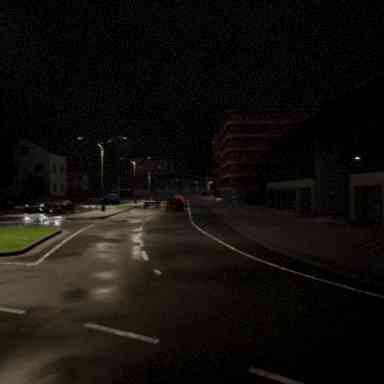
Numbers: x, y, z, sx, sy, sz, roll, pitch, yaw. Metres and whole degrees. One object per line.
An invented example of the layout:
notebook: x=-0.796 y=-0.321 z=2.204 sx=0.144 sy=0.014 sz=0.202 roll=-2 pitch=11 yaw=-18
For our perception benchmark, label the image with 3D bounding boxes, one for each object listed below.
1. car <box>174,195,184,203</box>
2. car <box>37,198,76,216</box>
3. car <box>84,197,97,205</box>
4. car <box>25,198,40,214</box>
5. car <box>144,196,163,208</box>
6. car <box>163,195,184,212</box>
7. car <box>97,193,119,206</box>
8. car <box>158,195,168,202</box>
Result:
car: x=-2.588 y=1.342 z=66.042 sx=1.882 sy=1.535 sz=5.008 roll=-1 pitch=0 yaw=-1
car: x=-13.621 y=1.582 z=34.482 sx=2.128 sy=1.511 sz=4.902 roll=-1 pitch=0 yaw=-1
car: x=-17.487 y=1.597 z=58.953 sx=2.033 sy=1.411 sz=5.357 roll=-1 pitch=0 yaw=-1
car: x=-17.182 y=1.469 z=38.068 sx=2.097 sy=1.767 sz=4.553 roll=-1 pitch=0 yaw=-1
car: x=-5.654 y=1.452 z=47.254 sx=2.128 sy=1.511 sz=4.902 roll=-1 pitch=0 yaw=-1
car: x=-1.983 y=1.428 z=38.523 sx=1.882 sy=1.535 sz=5.008 roll=-1 pitch=0 yaw=-1
car: x=-13.965 y=1.242 z=56.755 sx=2.150 sy=2.045 sz=5.566 roll=-1 pitch=0 yaw=-1
car: x=-6.186 y=1.438 z=71.421 sx=1.994 sy=1.385 sz=4.181 roll=-1 pitch=0 yaw=-1
